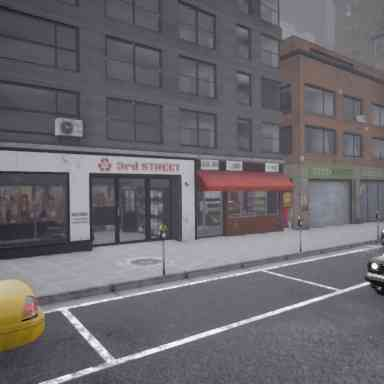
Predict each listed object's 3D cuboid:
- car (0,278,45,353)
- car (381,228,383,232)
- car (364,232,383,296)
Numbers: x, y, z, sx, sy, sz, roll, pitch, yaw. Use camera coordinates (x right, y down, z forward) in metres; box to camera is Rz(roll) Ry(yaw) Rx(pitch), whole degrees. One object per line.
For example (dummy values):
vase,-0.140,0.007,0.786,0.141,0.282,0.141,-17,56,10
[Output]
car,-4.281,1.525,3.611,4.829,1.417,1.752,0,-1,-35
car,9.303,1.446,13.300,4.097,1.590,1.967,0,-1,-35
car,5.896,1.603,7.463,4.718,1.301,1.895,0,0,-35
